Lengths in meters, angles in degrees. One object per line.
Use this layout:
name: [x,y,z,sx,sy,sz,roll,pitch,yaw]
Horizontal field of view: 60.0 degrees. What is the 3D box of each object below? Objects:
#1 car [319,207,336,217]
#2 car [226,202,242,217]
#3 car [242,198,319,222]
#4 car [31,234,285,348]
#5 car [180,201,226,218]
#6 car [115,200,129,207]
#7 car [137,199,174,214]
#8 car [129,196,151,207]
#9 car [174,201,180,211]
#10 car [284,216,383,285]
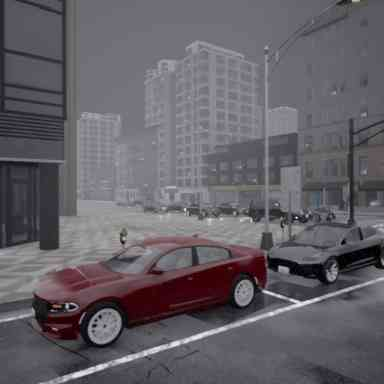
car: [10.076,1.807,28.492,1.994,1.385,4.181,0,-1,-36]
car: [4.353,1.875,36.573,1.837,1.490,4.892,0,-1,-36]
car: [7.023,1.488,27.179,2.150,2.045,5.566,0,-1,-35]
car: [-0.541,1.546,6.268,4.507,1.381,1.887,0,0,-36]
car: [1.070,1.903,35.593,1.837,1.490,4.892,0,-1,-35]
car: [-13.918,2.304,68.342,2.033,1.411,5.357,0,0,-35]
car: [-4.872,2.013,43.995,2.128,1.511,4.902,0,0,-35]
car: [-10.381,1.950,68.964,2.150,2.045,5.566,0,0,-35]
car: [-1.374,1.980,44.677,2.128,1.511,4.902,0,0,-35]
car: [4.054,1.570,9.546,4.313,1.339,1.947,0,0,-36]
